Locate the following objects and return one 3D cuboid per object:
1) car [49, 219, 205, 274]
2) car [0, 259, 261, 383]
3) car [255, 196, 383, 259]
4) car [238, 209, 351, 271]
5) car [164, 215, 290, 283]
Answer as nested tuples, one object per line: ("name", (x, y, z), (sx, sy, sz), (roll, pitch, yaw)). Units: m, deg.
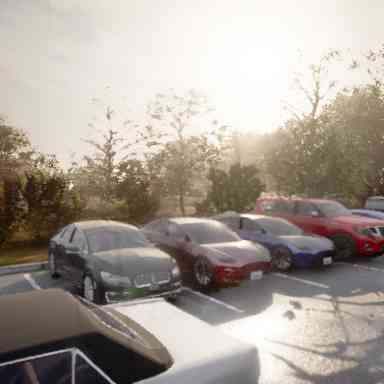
("car", (-2.106, 1.485, 8.102), (2.231, 1.521, 4.892), (0, 0, -35))
("car", (-1.779, 1.600, 2.417), (4.718, 1.301, 1.895), (0, 0, -35))
("car", (4.712, 1.249, 12.916), (2.435, 2.045, 5.566), (0, 0, -35))
("car", (2.413, 1.525, 11.277), (2.163, 1.488, 4.792), (0, 0, -35))
("car", (0.113, 1.519, 9.638), (2.163, 1.488, 4.792), (0, 0, -35))
